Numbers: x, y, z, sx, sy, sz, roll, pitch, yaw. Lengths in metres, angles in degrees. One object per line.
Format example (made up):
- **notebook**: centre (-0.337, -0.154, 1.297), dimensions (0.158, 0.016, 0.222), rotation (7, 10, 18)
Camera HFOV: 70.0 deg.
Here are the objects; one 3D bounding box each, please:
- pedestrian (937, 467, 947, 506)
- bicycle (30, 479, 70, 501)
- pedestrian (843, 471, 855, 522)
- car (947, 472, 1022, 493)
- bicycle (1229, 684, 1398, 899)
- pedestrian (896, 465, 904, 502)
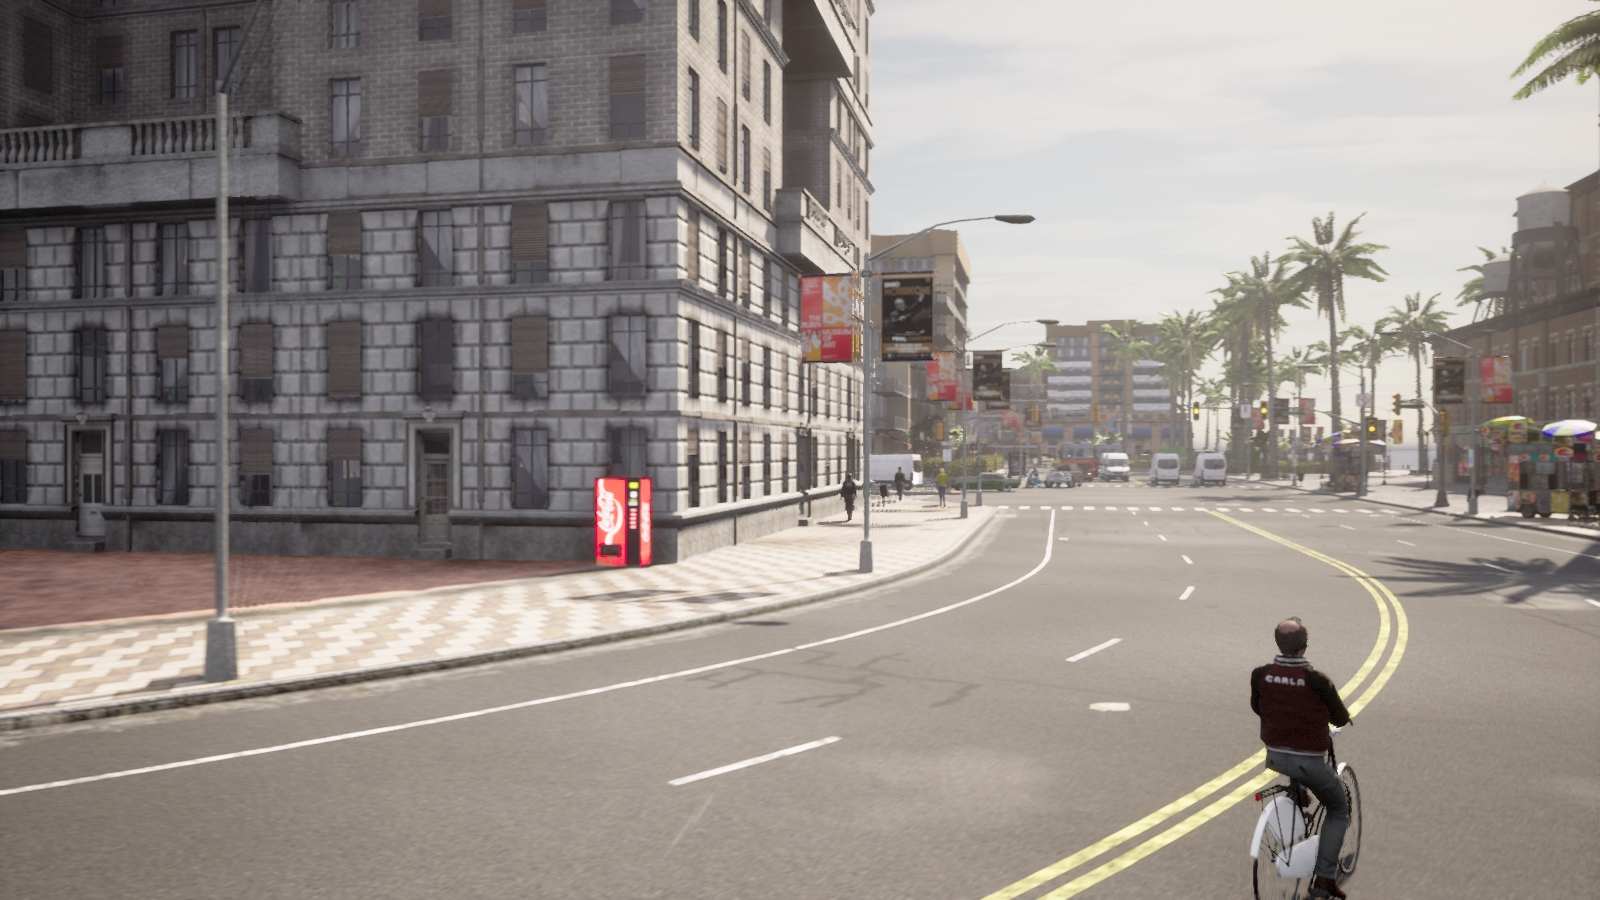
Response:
- **pedestrian**: centre (6.743, 1.720, 54.210), dimensions (0.375, 1.860, 0.375), rotation (0, 0, -4)
- **bicycle**: centre (-42.781, 2.280, 65.169), dimensions (1.835, 1.171, 0.329), rotation (0, -7, -44)
- **pedestrian**: centre (1.803, 1.716, 42.187), dimensions (0.375, 1.860, 0.375), rotation (0, 0, 13)
- **car**: centre (12.455, 2.188, 77.411), dimensions (4.718, 1.301, 1.895), rotation (0, 0, -5)
- **bicycle**: centre (3.256, 2.212, 7.161), dimensions (0.329, 1.171, 1.835), rotation (-2, -1, 44)
- **pedestrian**: centre (5.134, 1.724, 58.718), dimensions (0.375, 1.860, 0.375), rotation (0, 0, 5)
